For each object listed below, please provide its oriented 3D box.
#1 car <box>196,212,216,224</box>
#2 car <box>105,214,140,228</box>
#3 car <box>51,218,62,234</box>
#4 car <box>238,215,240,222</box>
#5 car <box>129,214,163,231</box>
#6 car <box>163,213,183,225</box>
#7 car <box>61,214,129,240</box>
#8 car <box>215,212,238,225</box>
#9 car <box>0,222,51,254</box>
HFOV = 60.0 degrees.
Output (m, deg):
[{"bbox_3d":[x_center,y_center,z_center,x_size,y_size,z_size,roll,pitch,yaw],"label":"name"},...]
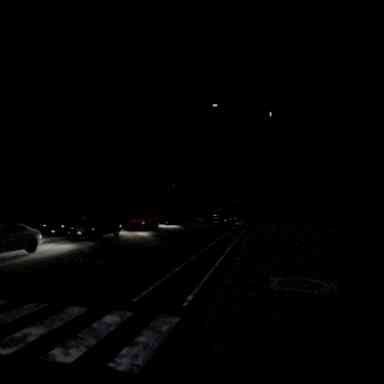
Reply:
[{"bbox_3d":[1.836,3.699,47.183,1.812,1.442,4.674,1,-3,12],"label":"car"},{"bbox_3d":[-7.380,3.072,35.676,1.895,1.301,4.718,1,-3,12],"label":"car"},{"bbox_3d":[-9.432,2.592,25.820,1.895,1.301,4.718,1,-3,12],"label":"car"},{"bbox_3d":[7.093,4.202,56.513,1.837,1.490,4.892,1,-3,11],"label":"car"},{"bbox_3d":[-4.705,2.866,32.576,1.882,1.535,5.008,1,-3,12],"label":"car"},{"bbox_3d":[-2.524,3.441,42.905,2.033,1.411,5.357,1,-3,12],"label":"car"},{"bbox_3d":[-6.617,2.433,23.392,2.128,1.511,4.902,1,-3,12],"label":"car"},{"bbox_3d":[4.719,3.703,45.062,1.994,1.385,4.181,1,-3,12],"label":"car"},{"bbox_3d":[-8.477,2.029,14.330,1.812,1.442,4.674,1,-3,12],"label":"car"}]
